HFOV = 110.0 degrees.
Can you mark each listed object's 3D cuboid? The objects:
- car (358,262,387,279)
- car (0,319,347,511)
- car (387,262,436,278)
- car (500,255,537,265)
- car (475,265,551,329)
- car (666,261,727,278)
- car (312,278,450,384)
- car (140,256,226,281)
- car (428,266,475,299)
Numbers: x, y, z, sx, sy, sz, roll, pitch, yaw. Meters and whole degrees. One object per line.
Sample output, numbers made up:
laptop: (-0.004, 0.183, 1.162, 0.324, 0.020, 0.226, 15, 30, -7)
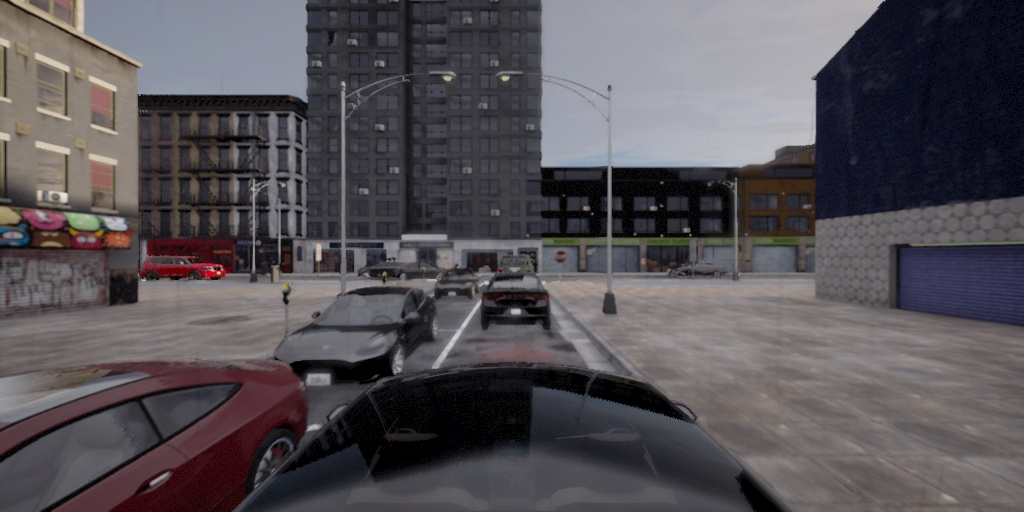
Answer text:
car: (-10.969, 1.233, 31.534, 4.892, 1.490, 1.837, 0, 0, 0)
car: (-2.638, 1.332, 1.622, 1.802, 1.307, 4.207, 0, 0, 0)
car: (-6.966, 1.232, 28.580, 4.892, 1.490, 1.837, 0, 0, 0)
car: (0.363, 0.945, 22.482, 2.150, 2.045, 5.566, 0, 0, 5)
car: (0.099, 1.215, 11.277, 1.882, 1.535, 5.008, 0, 0, 0)
car: (16.194, 1.159, 31.519, 4.902, 1.511, 2.128, 0, 0, 0)
car: (-2.637, 1.309, 7.074, 1.948, 1.339, 4.313, 0, 0, 0)
car: (-26.148, 1.004, 28.589, 5.566, 2.045, 2.150, 0, 0, 0)
car: (-2.636, 1.294, 17.979, 1.948, 1.339, 4.313, 0, 0, 0)
